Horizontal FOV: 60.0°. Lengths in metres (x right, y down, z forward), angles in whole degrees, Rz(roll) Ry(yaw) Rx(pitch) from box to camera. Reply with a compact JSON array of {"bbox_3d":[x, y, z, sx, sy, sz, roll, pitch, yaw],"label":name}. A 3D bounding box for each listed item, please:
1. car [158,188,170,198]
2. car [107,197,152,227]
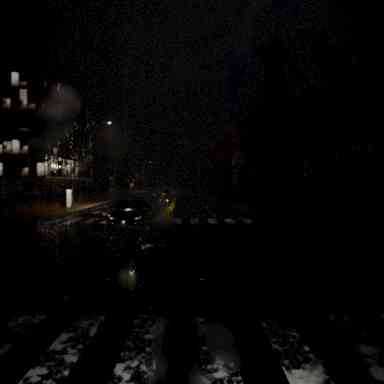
[{"bbox_3d":[-4.297,0.107,51.439,2.128,1.511,4.902,0,2,-3],"label":"car"},{"bbox_3d":[-3.297,1.075,18.270,1.837,1.490,4.892,0,3,-1],"label":"car"}]
